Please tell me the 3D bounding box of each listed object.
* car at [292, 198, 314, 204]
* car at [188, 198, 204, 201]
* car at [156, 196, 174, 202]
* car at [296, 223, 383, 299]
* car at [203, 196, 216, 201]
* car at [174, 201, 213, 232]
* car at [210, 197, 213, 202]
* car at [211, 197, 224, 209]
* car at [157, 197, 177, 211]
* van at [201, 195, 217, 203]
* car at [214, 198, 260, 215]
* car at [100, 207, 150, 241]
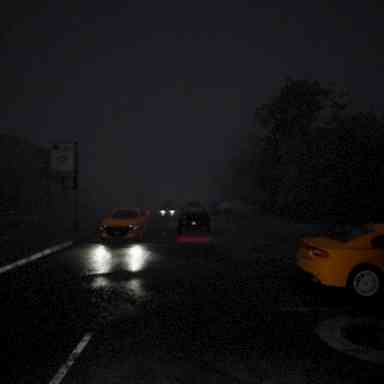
[{"bbox_3d":[20.339,1.513,58.805,5.008,1.535,1.882,-1,-3,0],"label":"car"},{"bbox_3d":[0.108,1.730,39.574,1.837,1.490,4.892,0,0,0],"label":"car"},{"bbox_3d":[-7.546,2.221,94.917,5.366,1.575,1.946,0,-1,0],"label":"car"},{"bbox_3d":[5.080,1.500,7.895,5.008,1.535,2.097,0,0,0],"label":"car"},{"bbox_3d":[5.131,1.784,70.414,4.553,1.767,2.185,0,0,0],"label":"car"},{"bbox_3d":[0.104,1.578,20.878,1.882,1.535,5.008,0,0,0],"label":"car"},{"bbox_3d":[5.088,1.727,42.801,4.892,1.521,2.231,0,0,0],"label":"car"},{"bbox_3d":[5.099,1.704,39.528,5.008,1.535,2.097,0,0,0],"label":"car"},{"bbox_3d":[-3.265,1.819,46.676,2.033,1.411,5.357,0,0,0],"label":"car"},{"bbox_3d":[4.795,1.989,94.379,4.442,1.987,1.878,0,-1,0],"label":"van"},{"bbox_3d":[5.090,1.723,36.379,4.674,1.452,2.002,0,0,0],"label":"car"},{"bbox_3d":[-3.347,1.554,17.322,1.882,1.535,5.008,0,0,0],"label":"car"}]
